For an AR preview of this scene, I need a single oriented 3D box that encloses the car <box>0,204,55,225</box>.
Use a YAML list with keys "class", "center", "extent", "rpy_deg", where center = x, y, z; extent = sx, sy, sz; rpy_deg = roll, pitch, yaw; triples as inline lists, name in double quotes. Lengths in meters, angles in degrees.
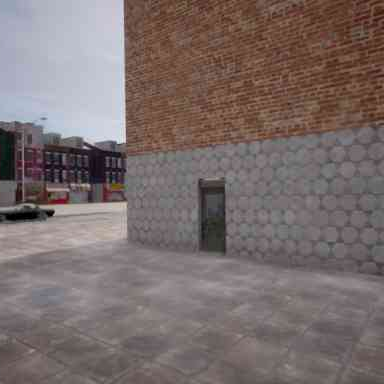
- class: "car"
  center: [-12.506, 1.538, 23.944]
  extent: [1.895, 1.301, 4.718]
  rpy_deg: [-2, 0, 36]
